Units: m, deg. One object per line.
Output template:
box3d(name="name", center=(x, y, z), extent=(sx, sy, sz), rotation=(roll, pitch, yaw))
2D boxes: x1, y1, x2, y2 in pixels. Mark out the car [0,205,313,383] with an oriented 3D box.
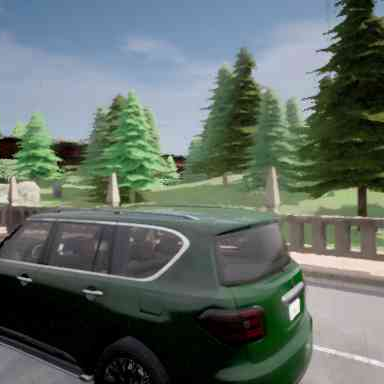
box3d(name="car", center=(-1.269, 1.206, 4.639), extent=(5.566, 2.045, 2.150), rotation=(0, 0, 33))
